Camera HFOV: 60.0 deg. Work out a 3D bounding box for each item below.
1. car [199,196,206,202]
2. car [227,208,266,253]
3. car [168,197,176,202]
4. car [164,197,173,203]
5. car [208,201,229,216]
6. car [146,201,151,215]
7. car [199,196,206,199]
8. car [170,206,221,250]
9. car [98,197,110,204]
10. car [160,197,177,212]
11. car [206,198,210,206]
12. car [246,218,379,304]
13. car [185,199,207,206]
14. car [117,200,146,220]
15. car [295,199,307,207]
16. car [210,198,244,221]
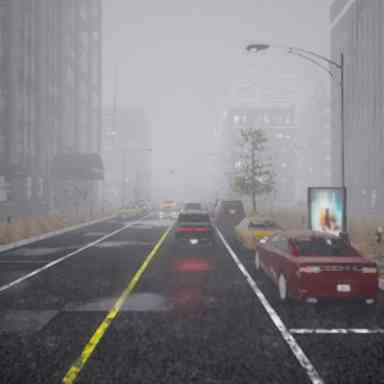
[{"bbox_3d":[2.865,1.911,90.519,1.967,1.590,4.097,1,0,0],"label":"car"},{"bbox_3d":[2.723,1.597,13.891,1.752,1.417,4.829,1,0,0],"label":"car"},{"bbox_3d":[-5.517,2.016,90.548,1.887,1.381,4.507,1,0,0],"label":"car"},{"bbox_3d":[-5.537,1.937,79.331,1.752,1.417,4.829,1,0,0],"label":"car"},{"bbox_3d":[2.763,1.730,35.959,1.887,1.381,4.507,1,0,0],"label":"car"},{"bbox_3d":[-5.616,1.626,35.976,1.967,1.590,4.097,1,0,0],"label":"car"},{"bbox_3d":[2.854,1.986,84.995,1.887,1.381,4.507,1,0,0],"label":"car"},{"bbox_3d":[0.097,1.582,14.775,1.837,1.490,4.892,0,0,0],"label":"car"},{"bbox_3d":[-17.142,1.572,60.400,4.507,1.381,1.887,1,-2,0],"label":"car"},{"bbox_3d":[-3.002,1.697,42.567,1.882,1.535,5.008,0,0,0],"label":"car"},{"bbox_3d":[2.754,1.471,30.400,2.192,1.841,5.009,1,0,0],"label":"car"},{"bbox_3d":[2.711,1.587,8.162,1.887,1.381,4.507,1,0,0],"label":"car"},{"bbox_3d":[0.125,1.660,29.825,1.837,1.490,4.892,0,0,0],"label":"car"},{"bbox_3d":[-5.628,1.681,30.247,1.752,1.417,4.829,1,0,0],"label":"car"},{"bbox_3d":[20.958,2.061,60.650,4.097,1.590,1.967,1,-2,0],"label":"car"},{"bbox_3d":[2.744,1.443,24.841,2.192,1.841,5.009,1,0,0],"label":"car"}]
